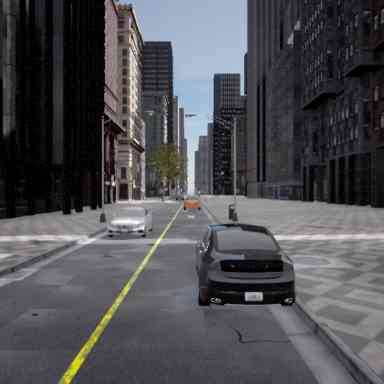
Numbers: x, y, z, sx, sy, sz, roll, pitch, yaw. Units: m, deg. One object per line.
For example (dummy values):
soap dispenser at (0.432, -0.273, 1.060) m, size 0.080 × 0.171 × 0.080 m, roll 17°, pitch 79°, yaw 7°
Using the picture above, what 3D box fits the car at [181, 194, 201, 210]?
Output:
car at (0.005, 1.377, 42.611) m, size 2.097 × 1.767 × 4.553 m, roll 0°, pitch 0°, yaw -1°

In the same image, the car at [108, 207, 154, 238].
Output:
car at (-3.134, 1.531, 17.744) m, size 1.812 × 1.442 × 4.674 m, roll 0°, pitch 0°, yaw 0°

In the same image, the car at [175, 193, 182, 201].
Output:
car at (-3.166, 1.337, 84.092) m, size 2.150 × 2.045 × 5.566 m, roll 0°, pitch 0°, yaw 0°

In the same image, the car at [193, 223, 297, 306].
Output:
car at (1.036, 1.507, 8.006) m, size 1.837 × 1.490 × 4.892 m, roll 0°, pitch 0°, yaw 0°

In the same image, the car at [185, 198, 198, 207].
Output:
car at (-0.103, 1.605, 52.584) m, size 1.994 × 1.385 × 4.181 m, roll 0°, pitch 0°, yaw 0°
